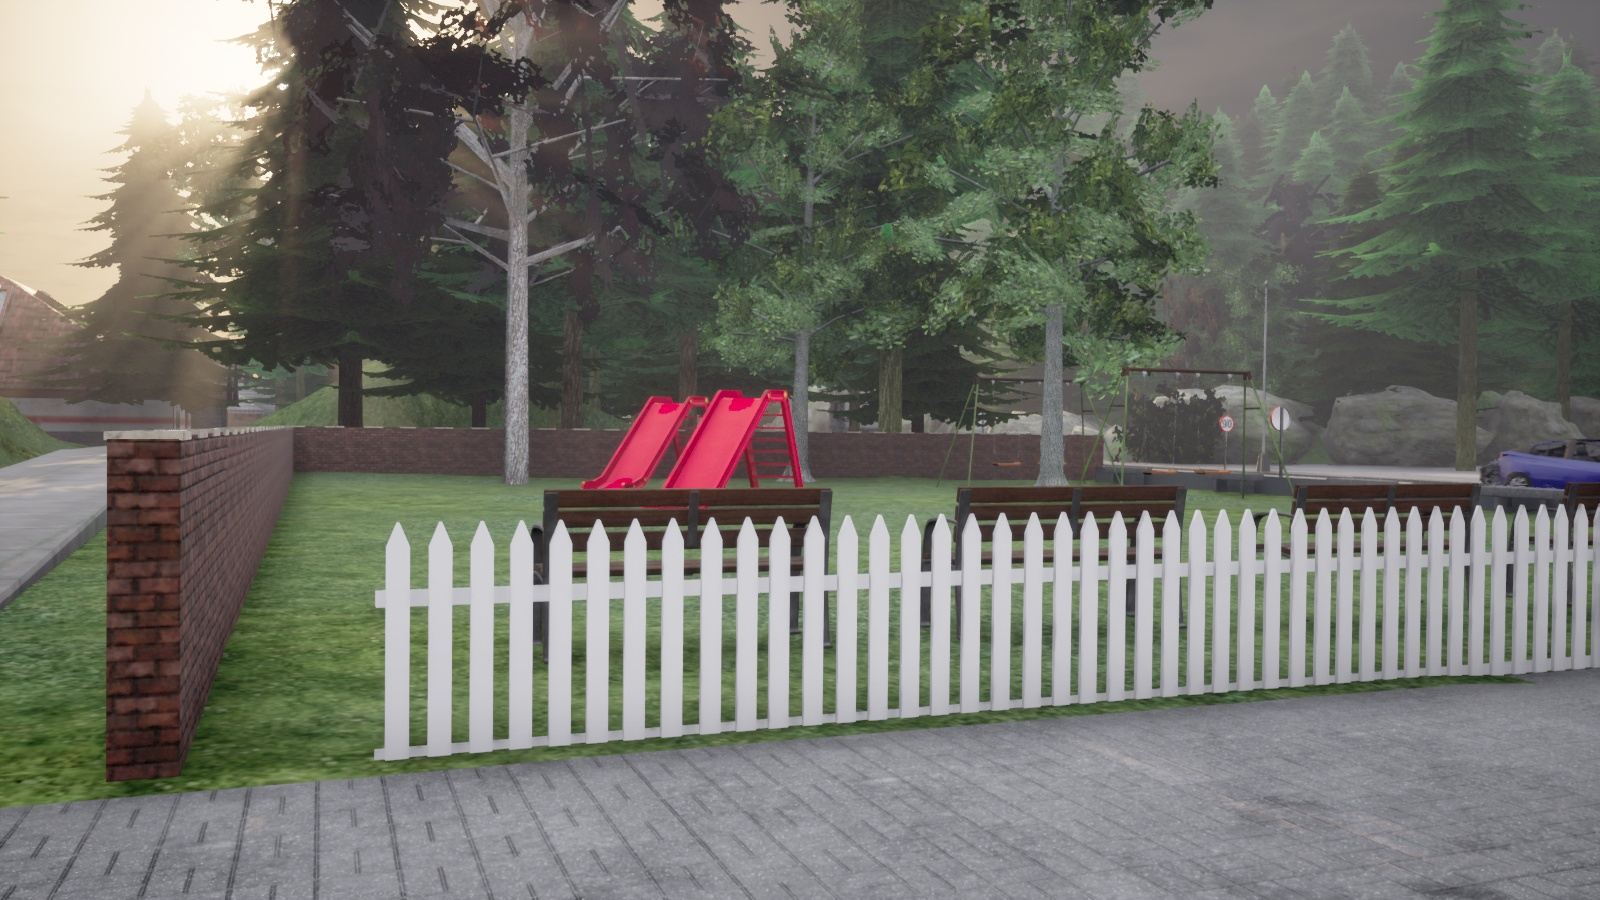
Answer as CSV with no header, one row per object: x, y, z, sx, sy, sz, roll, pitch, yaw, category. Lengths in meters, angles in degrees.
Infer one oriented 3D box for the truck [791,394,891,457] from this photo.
2.261,-1.391,72.802,2.891,3.462,7.936,-1,1,-21,truck

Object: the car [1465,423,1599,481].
21.143,0.010,34.564,2.163,1.488,4.792,-1,1,-21,car

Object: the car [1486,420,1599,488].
18.807,0.064,29.469,2.007,1.525,4.514,-1,1,-21,car
